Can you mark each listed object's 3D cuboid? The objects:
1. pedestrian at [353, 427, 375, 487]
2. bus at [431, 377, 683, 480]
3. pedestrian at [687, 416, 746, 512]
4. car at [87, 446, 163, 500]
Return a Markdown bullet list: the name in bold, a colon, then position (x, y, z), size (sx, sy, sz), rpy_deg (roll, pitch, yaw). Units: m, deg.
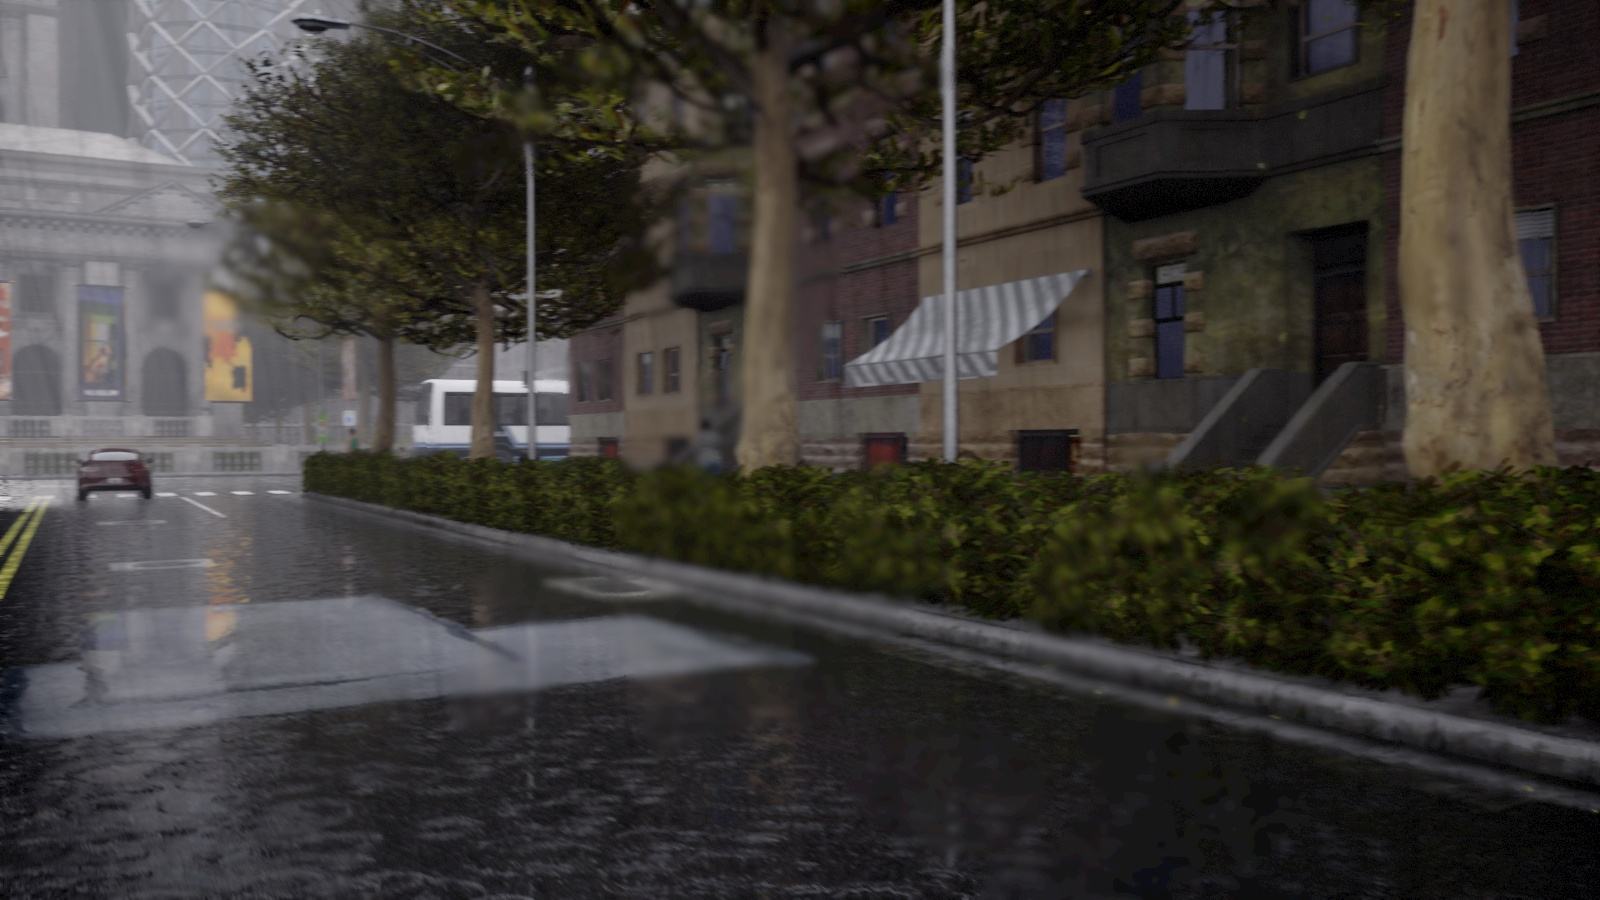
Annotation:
- **pedestrian**: position (-13.641, 0.217, 39.274), size (0.594, 1.836, 0.345), rpy_deg (0, 0, 34)
- **bus**: position (-10.728, -0.921, 55.866), size (10.273, 4.253, 3.944), rpy_deg (0, 0, -29)
- **pedestrian**: position (-1.659, 0.264, 24.917), size (0.874, 1.855, 0.900), rpy_deg (0, 0, -29)
- **car**: position (-19.467, 0.621, 36.285), size (1.812, 1.442, 4.674), rpy_deg (0, 0, -28)
